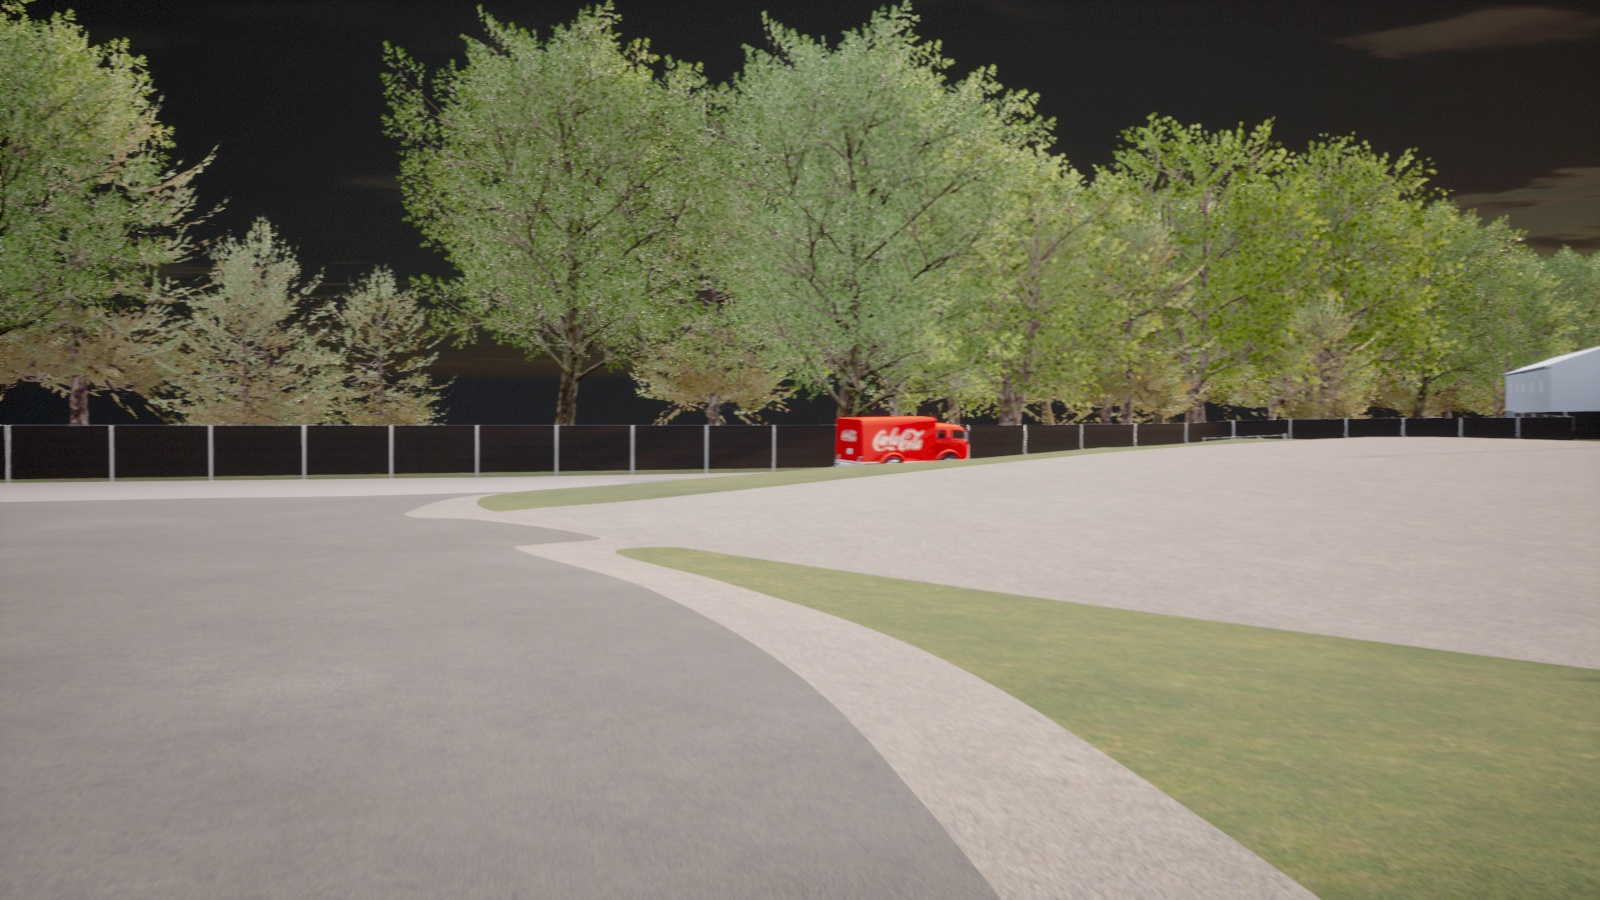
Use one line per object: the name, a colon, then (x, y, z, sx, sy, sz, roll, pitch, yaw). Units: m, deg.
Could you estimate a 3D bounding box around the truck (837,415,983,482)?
truck: (4.418, -0.108, 50.392, 5.204, 2.467, 2.627, -1, 3, -24)
